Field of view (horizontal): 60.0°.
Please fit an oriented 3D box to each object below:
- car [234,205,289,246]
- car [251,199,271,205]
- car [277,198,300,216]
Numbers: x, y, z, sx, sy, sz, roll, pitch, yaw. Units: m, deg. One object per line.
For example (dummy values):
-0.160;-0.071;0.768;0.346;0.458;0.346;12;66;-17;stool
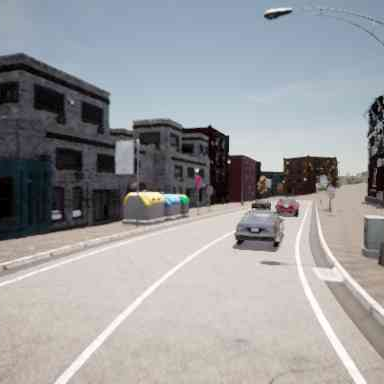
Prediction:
3.263;1.548;15.553;2.033;1.411;5.357;1;0;18;car
8.556;1.578;41.206;1.895;1.301;4.718;1;0;20;car
9.606;1.378;33.274;2.097;1.767;4.553;1;0;20;car
